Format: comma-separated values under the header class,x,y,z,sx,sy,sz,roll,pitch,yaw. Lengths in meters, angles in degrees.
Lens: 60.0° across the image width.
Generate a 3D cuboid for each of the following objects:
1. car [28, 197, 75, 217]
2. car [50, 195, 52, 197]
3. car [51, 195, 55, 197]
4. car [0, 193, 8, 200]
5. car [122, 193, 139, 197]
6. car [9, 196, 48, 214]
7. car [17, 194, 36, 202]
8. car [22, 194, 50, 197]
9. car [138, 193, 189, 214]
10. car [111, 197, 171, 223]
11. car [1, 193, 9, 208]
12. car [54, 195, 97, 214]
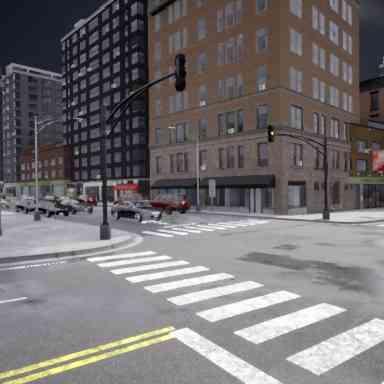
class,x,y,z,sx,sy,sz,roll,pitch,yaw
car,-12.392,1.417,29.200,1.947,1.339,4.313,0,1,-44
car,-21.642,1.135,50.943,1.802,1.307,4.206,0,1,-44
car,-17.803,1.180,46.994,1.802,1.307,4.206,0,1,-44
car,-40.839,0.885,70.686,1.947,1.339,4.313,0,1,-44
car,-6.284,1.043,35.145,2.192,1.841,5.009,0,1,-44
car,-16.231,1.374,33.148,1.947,1.339,4.313,0,1,-44
car,-29.321,1.043,58.840,1.802,1.307,4.206,0,1,-44
car,-19.321,1.237,40.292,1.812,1.442,4.674,-1,1,-44
car,-2.445,1.085,31.196,2.192,1.841,5.009,0,1,-44
car,-4.174,1.371,24.690,2.128,1.511,4.902,-1,1,-44
car,-23.789,1.247,40.921,1.752,1.417,4.829,0,1,-44
car,-11.255,1.328,31.973,1.812,1.442,4.674,-1,1,-44
